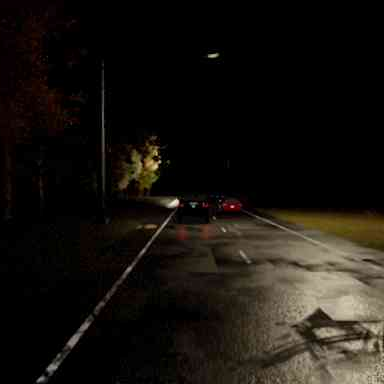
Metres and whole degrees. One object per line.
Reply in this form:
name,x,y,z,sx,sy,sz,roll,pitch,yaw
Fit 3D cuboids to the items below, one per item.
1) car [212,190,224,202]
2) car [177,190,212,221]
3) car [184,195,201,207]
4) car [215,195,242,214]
car,3.583,0.741,49.209,2.150,2.045,5.566,0,1,0
car,0.089,0.988,24.517,2.150,2.045,5.566,0,1,0
car,0.097,1.131,42.786,2.033,1.411,5.357,0,1,0
car,3.588,1.257,31.680,1.994,1.385,4.181,0,0,0
